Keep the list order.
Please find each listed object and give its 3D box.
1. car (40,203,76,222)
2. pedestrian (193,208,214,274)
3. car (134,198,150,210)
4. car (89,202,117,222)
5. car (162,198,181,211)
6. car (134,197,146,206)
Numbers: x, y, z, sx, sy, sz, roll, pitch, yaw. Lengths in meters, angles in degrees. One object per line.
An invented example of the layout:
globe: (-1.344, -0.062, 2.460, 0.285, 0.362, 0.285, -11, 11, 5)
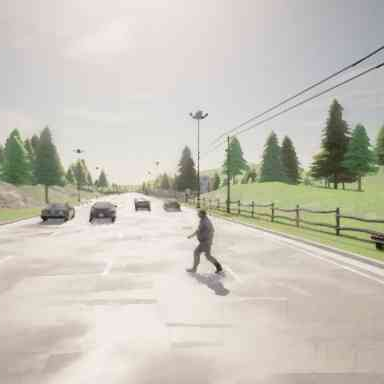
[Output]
car: (-10.549, 1.546, 26.437, 2.033, 1.411, 5.357, 0, 0, -11)
pedestrian: (0.299, 1.294, 8.953, 0.375, 1.860, 0.375, 0, 0, -7)
car: (-6.277, 1.491, 42.108, 2.128, 1.511, 4.902, 0, 0, -10)
car: (-7.010, 1.526, 26.417, 1.812, 1.442, 4.674, 0, 0, -10)
car: (-2.567, 1.526, 41.271, 1.812, 1.442, 4.674, 0, 0, -10)
car: (-8.863, 1.601, 56.478, 1.895, 1.301, 4.718, 0, 0, -10)
